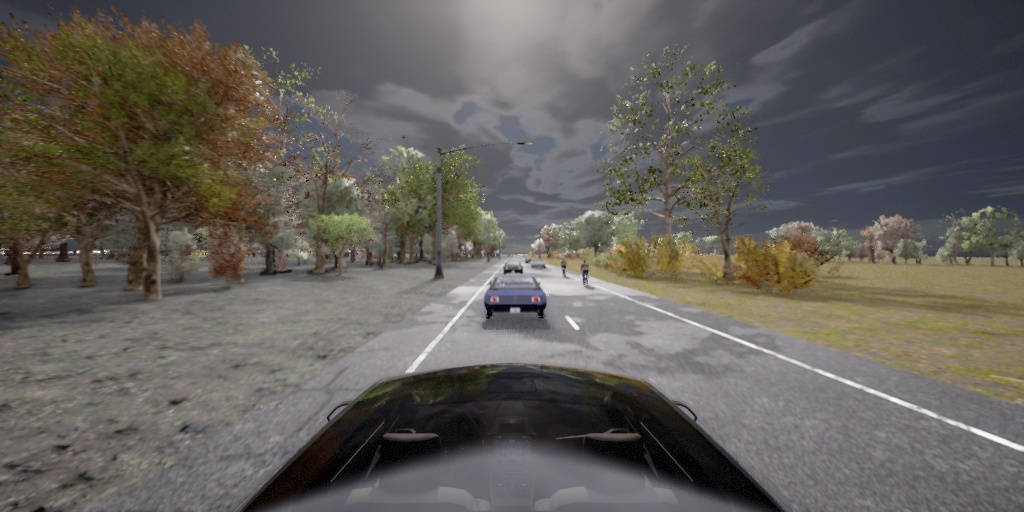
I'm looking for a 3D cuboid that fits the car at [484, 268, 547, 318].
[{"bbox_3d":[0.100,1.284,12.686,1.895,1.301,4.718,0,0,0],"label":"car"}]

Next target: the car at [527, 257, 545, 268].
[{"bbox_3d":[3.610,1.052,50.726,1.895,1.301,4.718,0,0,0],"label":"car"}]

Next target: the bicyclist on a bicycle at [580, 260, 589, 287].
[{"bbox_3d":[4.470,1.079,21.956,0.582,1.620,1.656,0,0,0],"label":"bicyclist on a bicycle"}]

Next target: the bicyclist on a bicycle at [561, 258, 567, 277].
[{"bbox_3d":[4.473,1.025,30.902,0.582,1.620,1.656,0,0,0],"label":"bicyclist on a bicycle"}]

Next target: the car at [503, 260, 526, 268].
[{"bbox_3d":[0.106,1.145,35.433,1.895,1.301,4.718,0,0,0],"label":"car"}]
